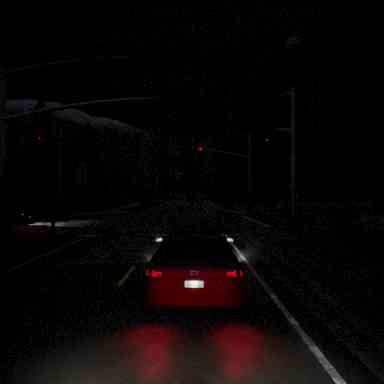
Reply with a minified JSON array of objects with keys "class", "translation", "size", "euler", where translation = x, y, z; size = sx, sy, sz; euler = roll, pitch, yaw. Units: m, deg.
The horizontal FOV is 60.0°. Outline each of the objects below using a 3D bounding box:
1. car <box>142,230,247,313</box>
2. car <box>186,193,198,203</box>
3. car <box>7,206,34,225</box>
[{"class":"car","translation":[0.060,1.564,7.762],"size":[1.994,1.385,4.181],"euler":[0,0,1]},{"class":"car","translation":[-0.009,1.221,67.380],"size":[2.150,2.045,5.566],"euler":[0,0,0]},{"class":"car","translation":[-13.294,1.545,22.999],"size":[4.181,1.385,1.994],"euler":[0,0,-6]}]
